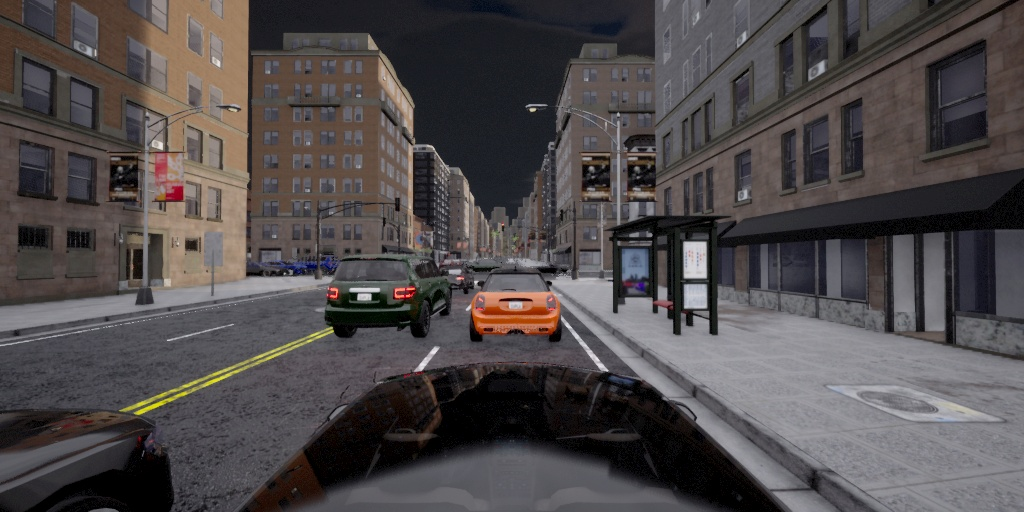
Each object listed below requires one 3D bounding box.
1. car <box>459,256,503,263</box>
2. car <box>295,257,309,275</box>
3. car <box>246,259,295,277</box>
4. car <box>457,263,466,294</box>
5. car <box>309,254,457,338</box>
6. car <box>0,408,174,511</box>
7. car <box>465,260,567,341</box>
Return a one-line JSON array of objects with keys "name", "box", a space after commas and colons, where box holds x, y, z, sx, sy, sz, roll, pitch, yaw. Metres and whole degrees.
[{"name": "car", "box": [-3.458, 1.185, 42.043, 4.553, 1.767, 2.097, 0, -1, 0]}, {"name": "car", "box": [-22.793, 1.151, 35.228, 5.008, 1.535, 1.882, 0, -1, 0]}, {"name": "car", "box": [-22.923, 1.177, 31.978, 5.357, 1.411, 2.033, 0, -1, 0]}, {"name": "car", "box": [-3.202, 1.283, 20.080, 1.812, 1.442, 4.674, 0, 0, 0]}, {"name": "car", "box": [-3.173, 0.975, 10.373, 2.150, 2.045, 5.566, 0, 0, 0]}, {"name": "car", "box": [-3.144, 1.241, 0.335, 2.128, 1.511, 4.902, 0, 0, 0]}, {"name": "car", "box": [0.079, 1.105, 9.988, 2.097, 1.767, 4.553, 0, 0, 0]}]
